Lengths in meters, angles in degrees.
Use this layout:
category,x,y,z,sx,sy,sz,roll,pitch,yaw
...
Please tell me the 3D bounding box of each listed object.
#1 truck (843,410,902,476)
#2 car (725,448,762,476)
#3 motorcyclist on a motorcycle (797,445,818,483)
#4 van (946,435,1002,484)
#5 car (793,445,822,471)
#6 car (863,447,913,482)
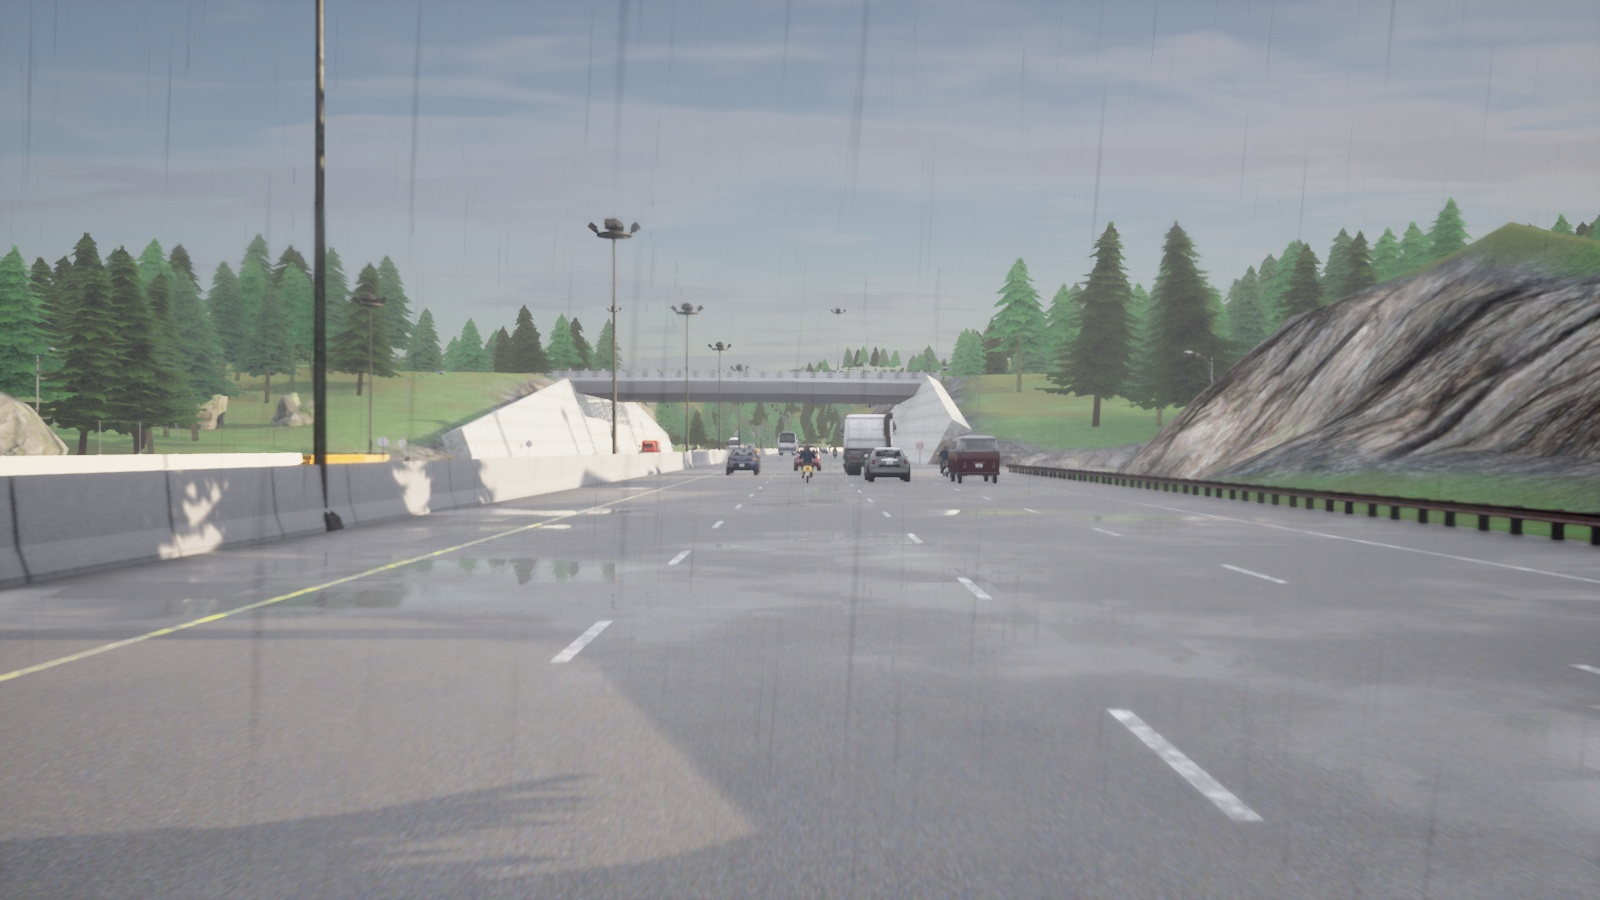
category,x,y,z,sx,sy,sz,roll,pitch,yaw
truck,3.916,-0.367,69.639,2.891,3.462,7.936,0,0,0
car,-3.088,0.623,69.098,1.816,1.474,4.193,0,0,0
motorcyclist on a motorcycle,0.322,0.596,53.433,0.866,1.590,1.817,0,0,0
van,7.321,0.399,53.204,1.775,1.987,4.442,0,0,0
car,0.477,0.489,80.285,1.851,1.617,3.988,0,0,0
car,3.834,0.608,55.400,1.970,1.475,3.806,0,0,0
